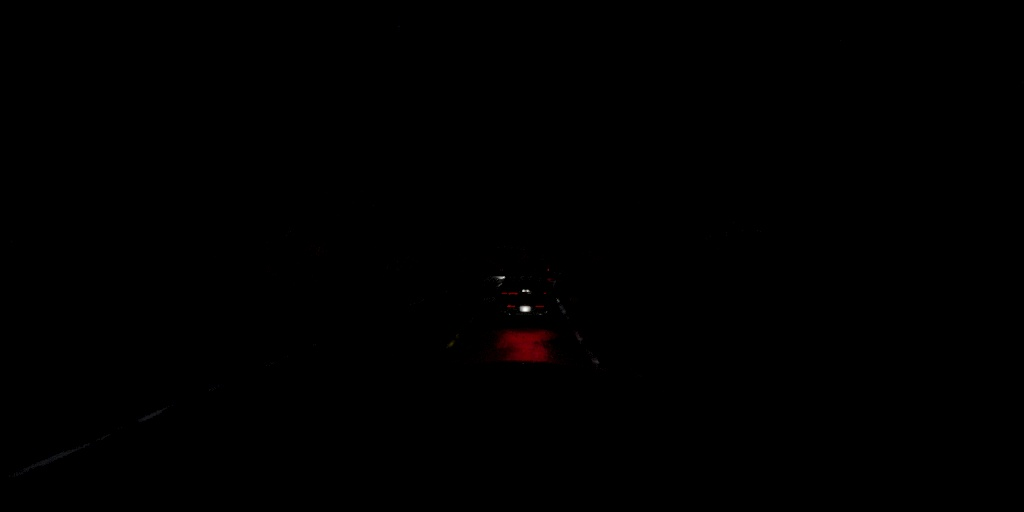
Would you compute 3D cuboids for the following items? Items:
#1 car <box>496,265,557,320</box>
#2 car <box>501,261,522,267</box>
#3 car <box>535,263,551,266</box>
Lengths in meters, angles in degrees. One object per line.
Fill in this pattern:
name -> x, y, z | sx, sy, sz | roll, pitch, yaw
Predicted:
car -> 0.508, 1.245, 12.585 | 1.837, 1.490, 4.892 | 0, 0, 3
car -> 0.103, 1.239, 36.510 | 2.033, 1.411, 5.357 | 0, 0, 10
car -> 3.025, 1.300, 34.827 | 1.895, 1.301, 4.718 | 0, 0, 10
